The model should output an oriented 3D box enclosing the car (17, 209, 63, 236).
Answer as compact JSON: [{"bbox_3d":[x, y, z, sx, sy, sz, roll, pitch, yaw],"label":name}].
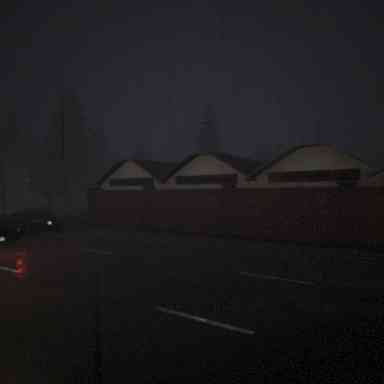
[{"bbox_3d":[-9.397,1.673,19.298,4.181,1.385,1.994,0,0,36],"label":"car"}]

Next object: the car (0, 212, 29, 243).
[{"bbox_3d":[-9.758,1.698,15.257,4.718,1.301,1.895,0,0,36],"label":"car"}]
